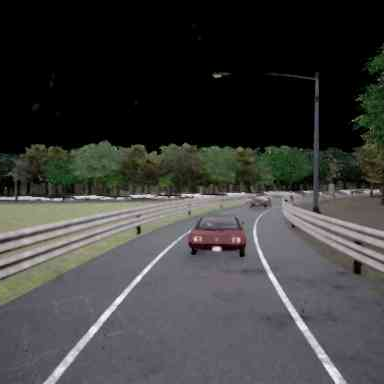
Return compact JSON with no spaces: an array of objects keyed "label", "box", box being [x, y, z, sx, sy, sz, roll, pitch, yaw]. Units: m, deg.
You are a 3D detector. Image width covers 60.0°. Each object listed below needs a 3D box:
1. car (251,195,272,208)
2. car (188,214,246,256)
[{"label":"car","box":[8.115,1.109,38.849,1.812,1.442,4.674,0,1,23]},{"label":"car","box":[1.068,1.494,12.718,1.895,1.301,4.718,0,1,7]}]
